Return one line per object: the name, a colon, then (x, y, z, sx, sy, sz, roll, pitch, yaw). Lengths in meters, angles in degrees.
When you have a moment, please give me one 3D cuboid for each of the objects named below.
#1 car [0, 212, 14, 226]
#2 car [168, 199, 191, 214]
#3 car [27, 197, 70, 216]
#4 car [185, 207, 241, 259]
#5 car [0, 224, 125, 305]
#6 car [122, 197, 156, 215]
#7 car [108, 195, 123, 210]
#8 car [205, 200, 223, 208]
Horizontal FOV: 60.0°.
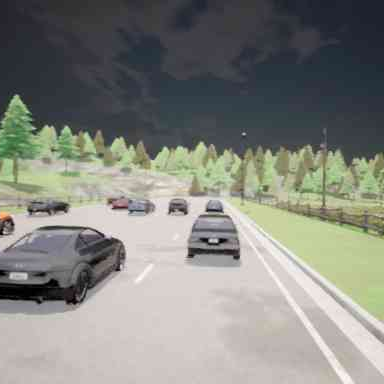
car: (-9.601, 1.127, 14.006, 2.097, 1.767, 4.553, 1, 0, 4)
car: (-1.270, 1.437, 33.458, 1.837, 1.490, 4.892, 1, 0, 4)
car: (-12.129, 1.193, 28.473, 2.128, 1.511, 4.902, 1, 0, 4)
car: (0.832, 1.550, 12.771, 2.033, 1.411, 5.357, 1, 0, 4)
car: (-2.999, 1.489, 8.007, 1.994, 1.385, 4.181, 1, 0, 4)
car: (-4.837, 1.403, 32.601, 2.033, 1.411, 5.357, 1, 0, 4)
car: (-7.904, 1.345, 39.101, 1.994, 1.385, 4.181, 1, 0, 4)
car: (2.477, 1.573, 37.011, 1.994, 1.385, 4.181, 1, 0, 4)
